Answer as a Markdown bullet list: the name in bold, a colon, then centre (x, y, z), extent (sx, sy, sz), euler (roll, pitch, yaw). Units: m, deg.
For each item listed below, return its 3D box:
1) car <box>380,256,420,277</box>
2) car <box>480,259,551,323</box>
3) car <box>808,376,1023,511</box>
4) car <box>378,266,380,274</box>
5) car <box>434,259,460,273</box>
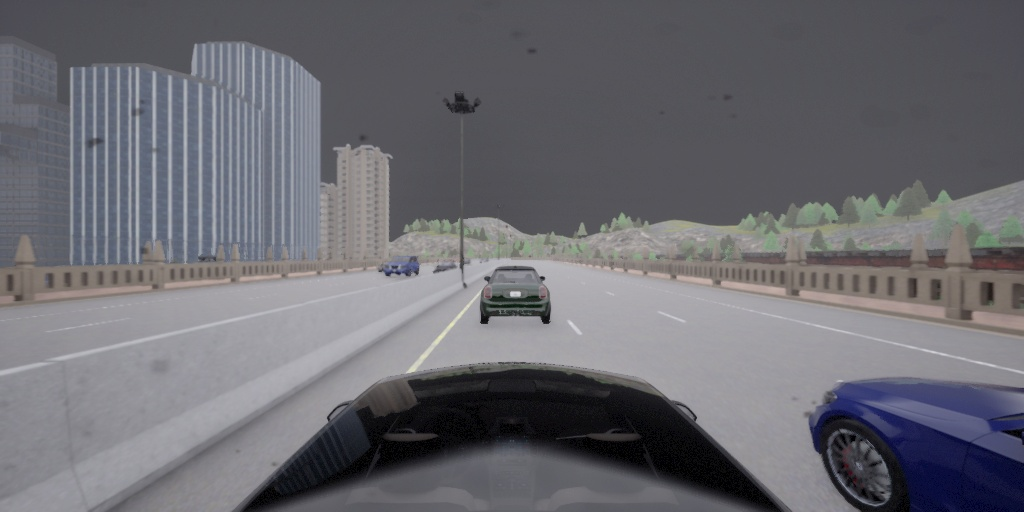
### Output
- **car**: centre (-10.600, 0.975, 35.083), extent (2.150, 2.045, 5.566), euler (0, 0, 0)
- **car**: centre (0.098, 1.103, 12.315), extent (2.097, 1.767, 4.553), euler (0, 0, 0)
- **car**: centre (3.600, 1.276, 1.268), extent (1.812, 1.442, 4.674), euler (0, 0, 0)
- **car**: centre (-14.086, 1.319, 41.928), extent (1.994, 1.385, 4.181), euler (0, 0, 0)
- **car**: centre (-7.101, 1.302, 39.028), extent (2.033, 1.411, 5.357), euler (0, 0, 0)
